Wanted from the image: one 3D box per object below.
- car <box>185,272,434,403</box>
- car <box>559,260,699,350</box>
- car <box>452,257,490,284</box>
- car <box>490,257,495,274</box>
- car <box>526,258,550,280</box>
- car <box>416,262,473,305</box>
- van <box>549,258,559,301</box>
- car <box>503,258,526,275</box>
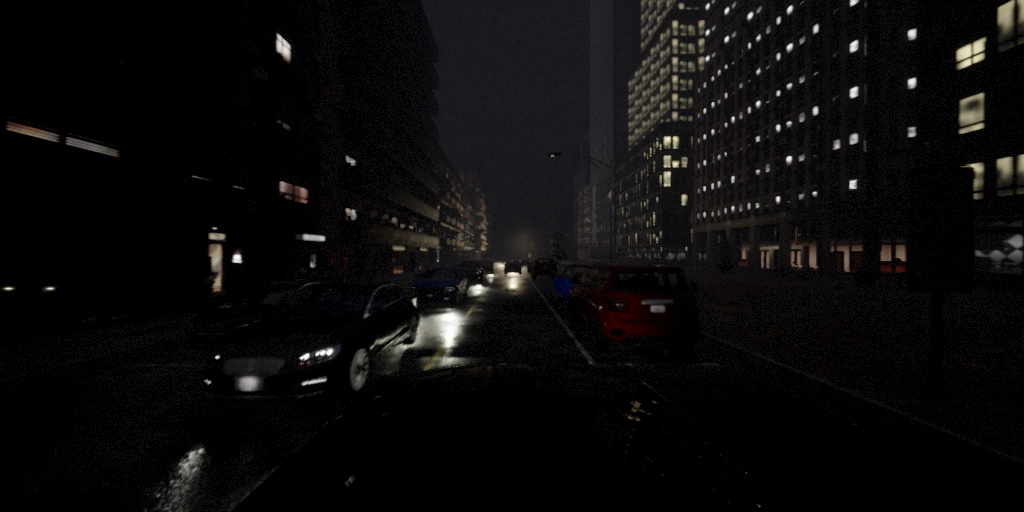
[{"bbox_3d":[-3.101,1.238,6.677,2.128,1.511,4.902,0,0,0],"label":"car"},{"bbox_3d":[2.687,1.057,8.988,2.192,1.841,5.009,0,0,0],"label":"car"},{"bbox_3d":[-3.083,1.085,26.838,2.097,1.767,4.553,0,0,1],"label":"car"},{"bbox_3d":[-3.025,1.210,41.080,1.882,1.535,5.008,0,0,0],"label":"car"},{"bbox_3d":[2.683,1.046,31.093,2.192,1.841,5.009,0,0,0],"label":"car"},{"bbox_3d":[-3.104,1.216,16.056,1.882,1.535,5.008,0,0,0],"label":"car"},{"bbox_3d":[2.686,1.079,14.514,1.690,1.789,3.998,0,0,0],"label":"van"},{"bbox_3d":[0.093,1.224,38.705,2.128,1.511,4.902,0,0,0],"label":"car"}]
